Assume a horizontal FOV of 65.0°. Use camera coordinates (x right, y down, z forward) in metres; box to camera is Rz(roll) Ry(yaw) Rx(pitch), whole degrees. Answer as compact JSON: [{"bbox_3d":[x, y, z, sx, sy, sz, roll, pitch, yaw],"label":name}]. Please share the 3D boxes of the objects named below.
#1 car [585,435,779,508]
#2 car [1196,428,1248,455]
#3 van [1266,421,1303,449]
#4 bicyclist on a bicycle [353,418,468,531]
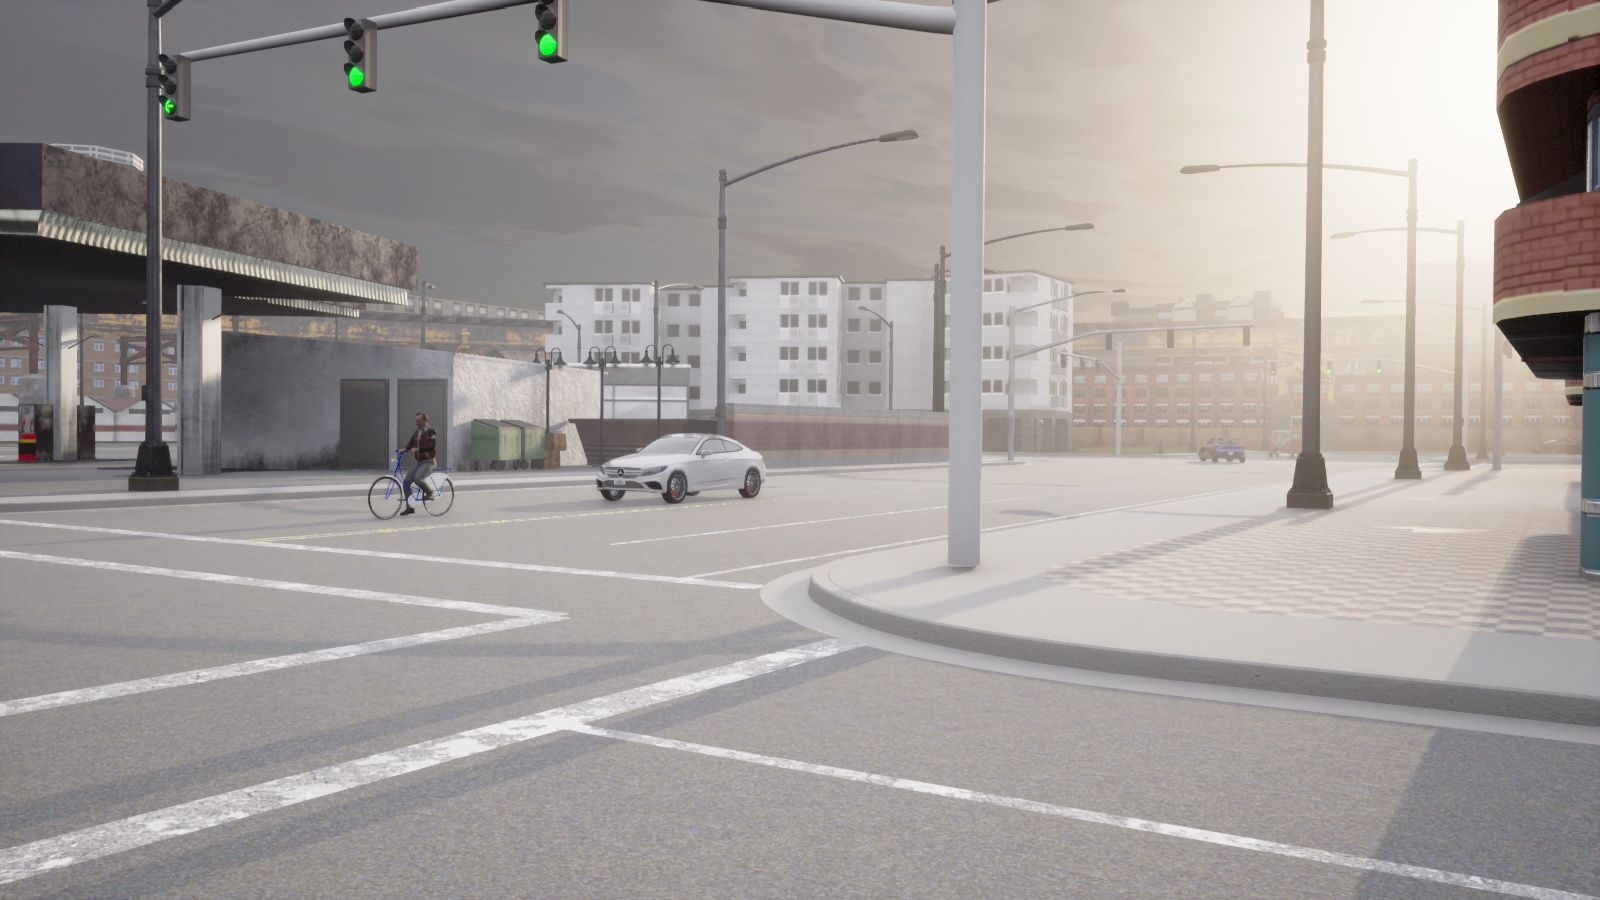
[{"bbox_3d":[-2.468,0.404,27.508,1.812,1.442,4.674,0,1,31],"label":"car"},{"bbox_3d":[23.950,-0.473,71.421,1.816,1.474,4.193,0,1,4],"label":"car"},{"bbox_3d":[35.150,-1.077,91.048,1.775,1.987,4.442,0,1,31],"label":"van"},{"bbox_3d":[-6.427,0.376,20.823,0.659,1.776,1.843,0,1,31],"label":"bicyclist on a bicycle"}]
